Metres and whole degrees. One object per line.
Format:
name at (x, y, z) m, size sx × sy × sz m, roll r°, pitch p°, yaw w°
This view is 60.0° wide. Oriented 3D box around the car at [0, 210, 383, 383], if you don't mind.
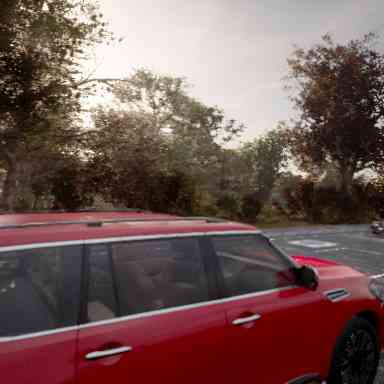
car at (-0.240, 1.222, 3.455) m, size 5.566 × 2.045 × 2.150 m, roll 1°, pitch 0°, yaw -35°
